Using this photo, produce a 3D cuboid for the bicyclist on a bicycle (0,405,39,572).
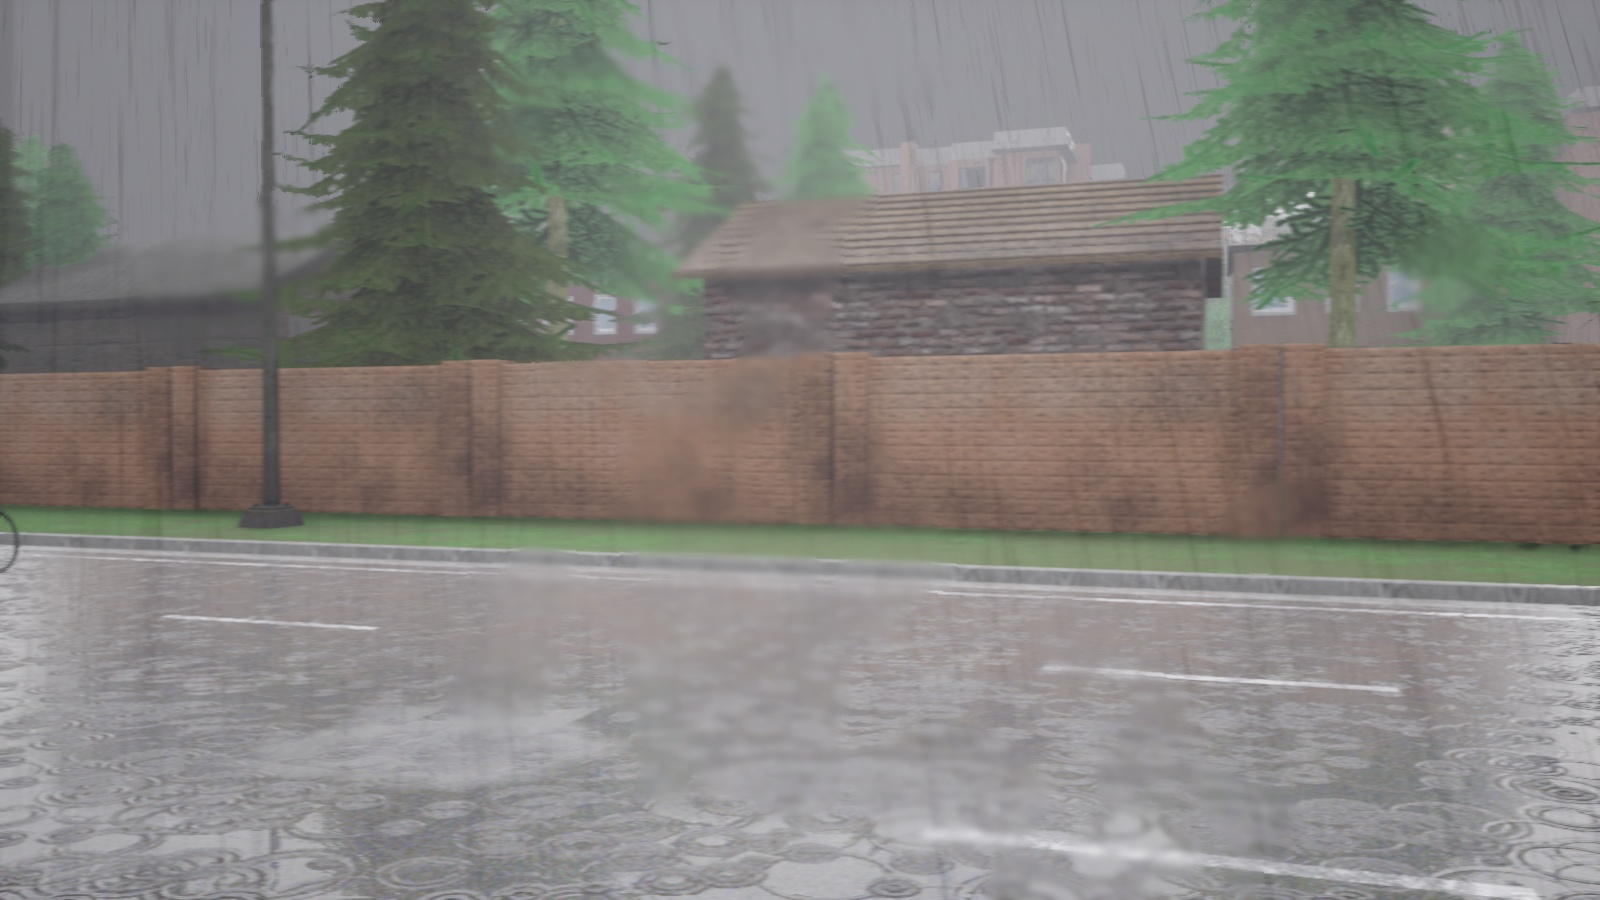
[{"bbox_3d":[-9.304,0.398,13.707,1.843,1.776,0.659,1,1,19],"label":"bicyclist on a bicycle"}]
